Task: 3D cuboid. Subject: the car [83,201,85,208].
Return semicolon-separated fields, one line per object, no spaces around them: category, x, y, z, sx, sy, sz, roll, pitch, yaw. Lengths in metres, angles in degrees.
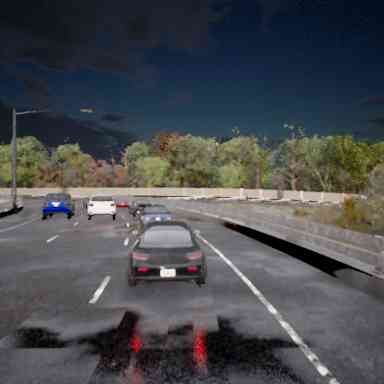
car;-13.177;1.449;43.569;2.033;1.411;5.357;0;0;-24

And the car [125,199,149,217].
car;-4.780;1.435;30.828;1.837;1.490;4.892;0;1;-16

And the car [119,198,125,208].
car;-9.544;1.461;43.928;1.994;1.385;4.181;0;0;-22

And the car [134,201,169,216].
car;-2.305;1.499;20.437;2.033;1.411;5.357;0;0;-11

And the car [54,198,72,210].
car;-16.701;1.506;42.832;1.895;1.301;4.718;0;0;-24

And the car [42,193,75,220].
car;-11.149;1.150;28.001;2.150;2.045;5.566;0;-1;-16

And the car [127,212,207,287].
car;-0.699;1.504;9.175;1.812;1.442;4.674;0;0;-5

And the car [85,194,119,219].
car;-7.628;1.159;28.283;2.150;2.045;5.566;0;0;-15
